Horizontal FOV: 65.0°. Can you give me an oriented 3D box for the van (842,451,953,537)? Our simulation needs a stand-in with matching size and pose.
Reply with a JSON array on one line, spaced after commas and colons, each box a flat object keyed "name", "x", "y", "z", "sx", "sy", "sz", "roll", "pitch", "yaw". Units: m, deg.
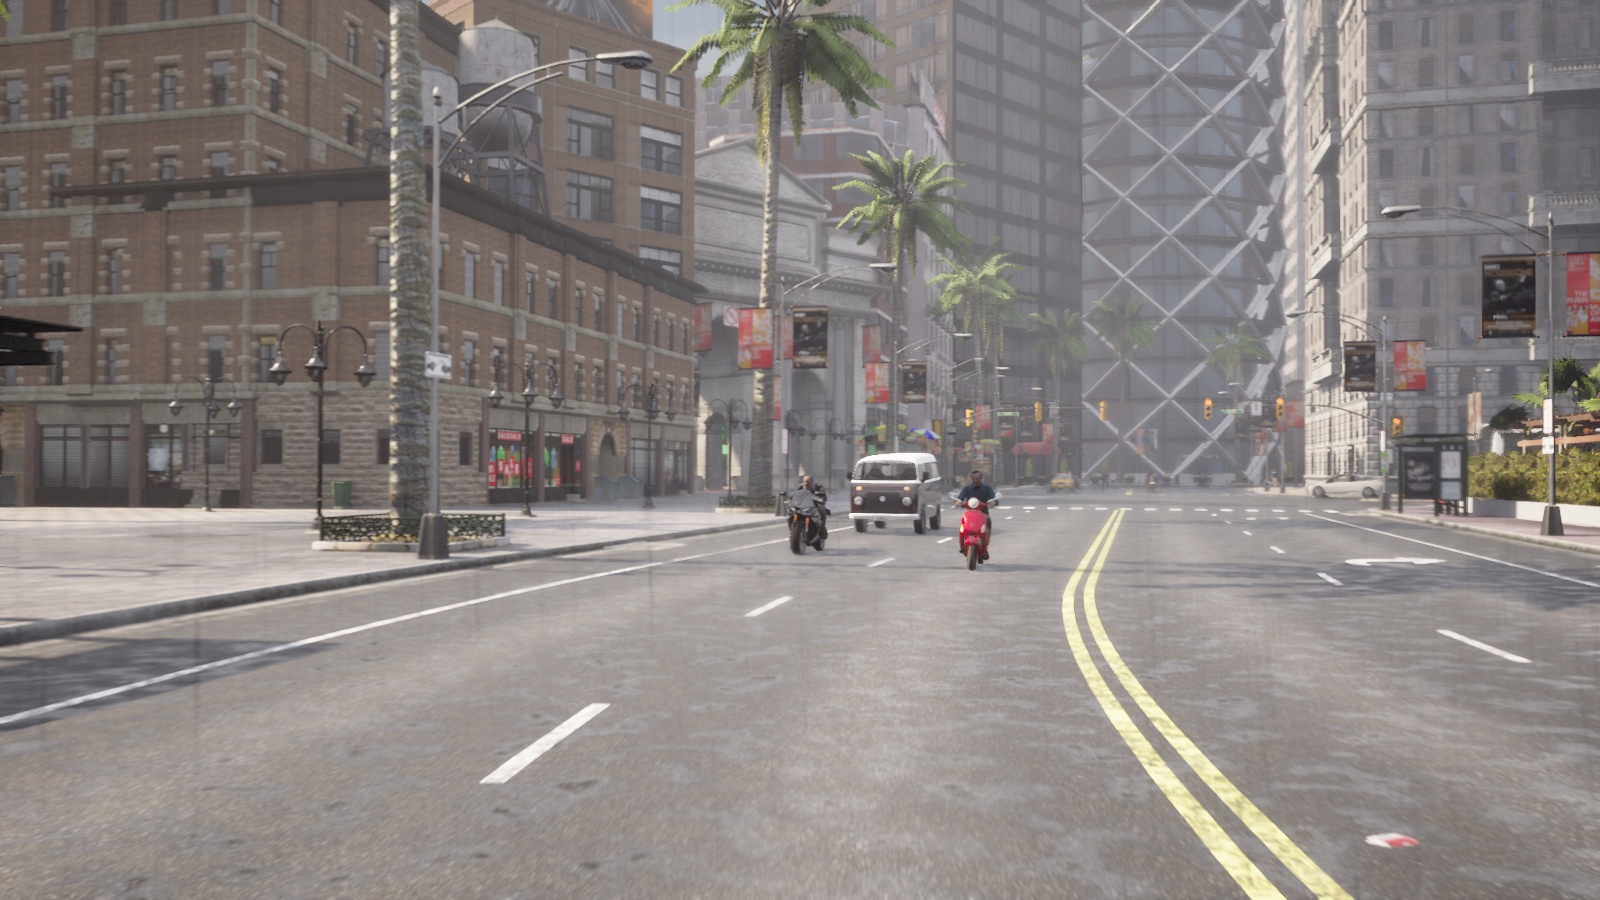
[{"name": "van", "x": 2.618, "y": 1.067, "z": 32.730, "sx": 2.069, "sy": 2.038, "sz": 4.480, "roll": 0, "pitch": 0, "yaw": 15}]

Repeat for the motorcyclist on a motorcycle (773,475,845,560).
[{"name": "motorcyclist on a motorcycle", "x": 0.198, "y": 1.250, "z": 23.939, "sx": 0.866, "sy": 1.530, "sz": 2.191, "roll": 0, "pitch": -1, "yaw": 15}]

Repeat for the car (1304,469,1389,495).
[{"name": "car", "x": 33.573, "y": 1.941, "z": 77.152, "sx": 4.514, "sy": 1.525, "sz": 2.007, "roll": -1, "pitch": -1, "yaw": 34}]

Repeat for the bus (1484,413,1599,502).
[{"name": "bus", "x": 40.108, "y": 0.346, "z": 62.164, "sx": 10.273, "sy": 4.253, "sz": 3.944, "roll": -1, "pitch": -1, "yaw": 15}]

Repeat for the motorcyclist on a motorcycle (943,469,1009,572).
[{"name": "motorcyclist on a motorcycle", "x": 2.881, "y": 1.101, "z": 20.421, "sx": 0.866, "sy": 1.590, "sz": 1.817, "roll": 0, "pitch": -1, "yaw": 14}]
